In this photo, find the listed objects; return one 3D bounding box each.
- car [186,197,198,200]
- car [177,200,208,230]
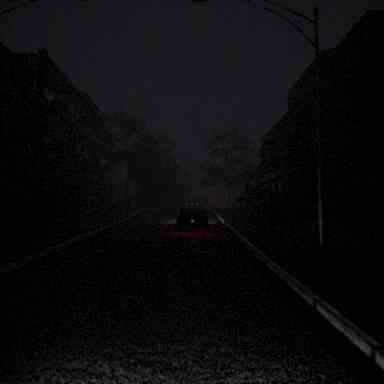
[{"bbox_3d":[-0.002,1.310,38.147,2.033,1.411,5.357,0,-1,0],"label":"car"},{"bbox_3d":[0.029,1.498,21.417,1.882,1.535,5.008,0,0,0],"label":"car"}]
